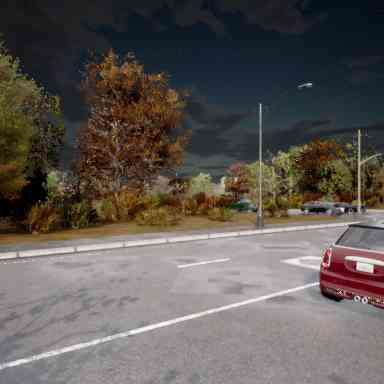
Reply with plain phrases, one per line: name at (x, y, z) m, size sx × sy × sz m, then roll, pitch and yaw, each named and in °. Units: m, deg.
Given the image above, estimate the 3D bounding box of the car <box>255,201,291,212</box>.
car at (11.414, 2.071, 46.999) m, size 1.882 × 1.535 × 5.008 m, roll 0°, pitch -3°, yaw -32°

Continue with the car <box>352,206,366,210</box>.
car at (17.144, 1.827, 37.807) m, size 1.895 × 1.301 × 4.718 m, roll 0°, pitch -1°, yaw -32°

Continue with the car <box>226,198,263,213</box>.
car at (7.088, 1.923, 47.321) m, size 2.150 × 2.045 × 5.566 m, roll 0°, pitch -3°, yaw -32°

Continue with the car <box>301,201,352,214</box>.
car at (14.102, 1.709, 36.062) m, size 2.128 × 1.511 × 4.902 m, roll 0°, pitch -1°, yaw -32°

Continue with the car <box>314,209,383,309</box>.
car at (4.811, 1.363, 7.120) m, size 4.553 × 1.767 × 2.097 m, roll 0°, pitch 0°, yaw -35°
